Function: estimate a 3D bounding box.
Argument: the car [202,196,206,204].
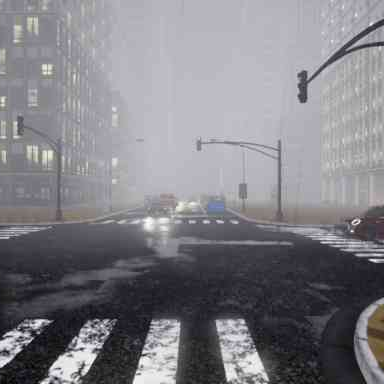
[{"bbox_3d":[2.628,1.544,41.479,1.887,1.381,4.507,0,0,0],"label":"car"}]

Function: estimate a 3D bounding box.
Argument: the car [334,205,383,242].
[{"bbox_3d":[9.550,1.441,16.584,4.553,1.767,2.097,0,0,-4],"label":"car"}]

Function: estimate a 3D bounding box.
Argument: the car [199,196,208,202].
[{"bbox_3d":[2.764,1.561,80.251,1.947,1.339,4.313,0,0,0],"label":"car"}]

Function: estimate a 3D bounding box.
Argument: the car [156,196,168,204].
[{"bbox_3d":[-5.685,1.564,63.667,1.947,1.339,4.313,0,0,0],"label":"car"}]

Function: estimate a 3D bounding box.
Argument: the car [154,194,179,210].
[{"bbox_3d":[-3.174,1.221,42.952,2.150,2.045,5.566,0,0,1],"label":"car"}]

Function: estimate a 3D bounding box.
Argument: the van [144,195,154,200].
[{"bbox_3d":[-5.752,1.340,47.049,1.690,1.788,3.998,0,0,0],"label":"van"}]

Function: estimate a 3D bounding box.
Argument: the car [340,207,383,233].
[{"bbox_3d":[12.123,1.670,20.147,5.357,1.411,2.033,0,0,1],"label":"car"}]

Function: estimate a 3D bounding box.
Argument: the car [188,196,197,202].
[{"bbox_3d":[0.059,1.593,72.735,1.895,1.301,4.718,0,0,0],"label":"car"}]

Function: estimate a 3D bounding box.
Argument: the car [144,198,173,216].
[{"bbox_3d":[-3.223,1.600,32.908,1.895,1.301,4.718,0,0,0],"label":"car"}]

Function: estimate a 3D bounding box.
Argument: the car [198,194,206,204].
[{"bbox_3d":[2.696,1.313,63.633,2.192,1.841,5.009,0,0,0],"label":"car"}]

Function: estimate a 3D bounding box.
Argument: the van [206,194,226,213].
[{"bbox_3d":[2.696,1.341,35.940,1.690,1.788,3.998,0,0,0],"label":"van"}]

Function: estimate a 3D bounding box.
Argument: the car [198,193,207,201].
[{"bbox_3d":[2.788,1.309,85.790,2.192,1.841,5.009,0,0,0],"label":"car"}]

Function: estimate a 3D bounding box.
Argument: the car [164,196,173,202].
[{"bbox_3d":[-5.616,1.577,80.285,1.802,1.307,4.206,0,0,0],"label":"car"}]

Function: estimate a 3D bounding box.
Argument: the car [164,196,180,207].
[{"bbox_3d":[-3.132,1.491,53.256,2.128,1.511,4.902,0,0,0],"label":"car"}]

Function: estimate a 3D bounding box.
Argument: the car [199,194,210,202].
[{"bbox_3d":[2.742,1.311,74.712,2.192,1.841,5.009,0,0,0],"label":"car"}]

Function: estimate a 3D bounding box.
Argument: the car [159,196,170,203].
[{"bbox_3d":[-5.662,1.548,69.205,2.008,1.369,4.403,0,0,0],"label":"car"}]

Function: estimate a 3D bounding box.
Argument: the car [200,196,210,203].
[{"bbox_3d":[2.718,1.542,69.172,1.887,1.381,4.507,0,0,0],"label":"car"}]
